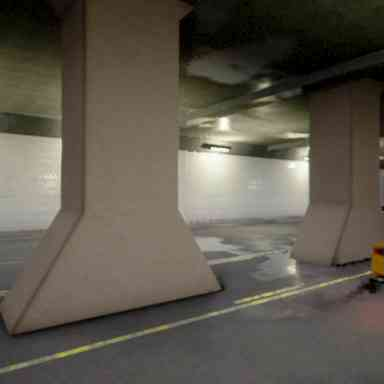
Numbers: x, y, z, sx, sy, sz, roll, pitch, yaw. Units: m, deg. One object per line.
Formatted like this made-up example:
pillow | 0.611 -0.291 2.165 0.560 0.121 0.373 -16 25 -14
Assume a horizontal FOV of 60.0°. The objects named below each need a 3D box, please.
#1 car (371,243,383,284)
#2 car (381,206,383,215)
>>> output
car | 6.502 1.536 8.383 5.008 1.535 1.882 0 0 -35
car | 18.299 1.714 29.986 4.674 1.442 1.812 0 0 -36
